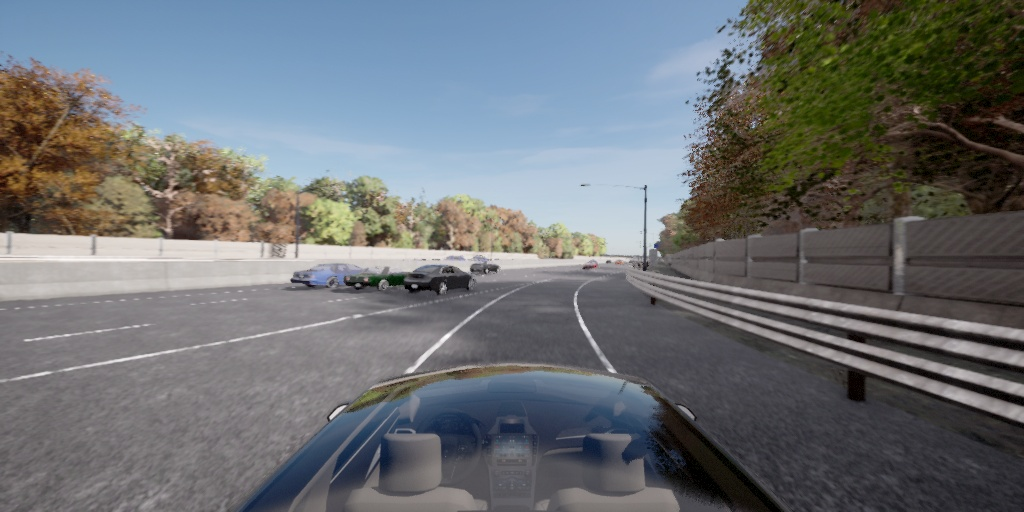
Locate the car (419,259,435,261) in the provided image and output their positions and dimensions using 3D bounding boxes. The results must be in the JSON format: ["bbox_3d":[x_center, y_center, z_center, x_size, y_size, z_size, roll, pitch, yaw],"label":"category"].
[{"bbox_3d":[-13.186,1.243,60.766,1.994,1.385,4.181,1,0,23],"label":"car"}]

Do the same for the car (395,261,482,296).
[{"bbox_3d":[-3.667,1.196,19.040,1.837,1.490,4.892,1,0,22],"label":"car"}]

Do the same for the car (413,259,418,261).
[{"bbox_3d":[-16.568,1.181,61.719,2.033,1.411,5.357,1,0,22],"label":"car"}]

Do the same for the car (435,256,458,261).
[{"bbox_3d":[-9.901,0.946,59.554,2.150,2.045,5.566,1,0,23],"label":"car"}]

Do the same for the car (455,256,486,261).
[{"bbox_3d":[-6.603,1.263,58.406,2.128,1.511,4.902,1,0,23],"label":"car"}]

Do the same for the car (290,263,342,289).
[{"bbox_3d":[-10.268,1.125,21.430,2.033,1.411,5.357,1,0,22],"label":"car"}]

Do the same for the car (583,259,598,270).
[{"bbox_3d":[13.435,1.678,61.122,1.895,1.301,4.718,1,0,22],"label":"car"}]

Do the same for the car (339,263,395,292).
[{"bbox_3d":[-6.982,1.224,20.228,1.895,1.301,4.718,1,0,22],"label":"car"}]

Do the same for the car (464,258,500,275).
[{"bbox_3d":[-2.908,1.246,39.588,2.128,1.511,4.902,1,0,22],"label":"car"}]
